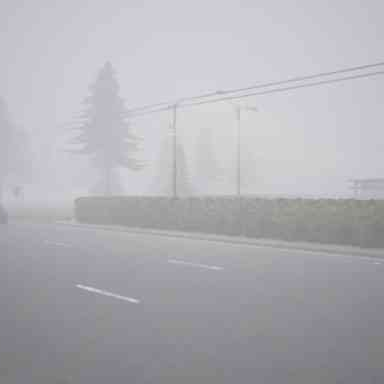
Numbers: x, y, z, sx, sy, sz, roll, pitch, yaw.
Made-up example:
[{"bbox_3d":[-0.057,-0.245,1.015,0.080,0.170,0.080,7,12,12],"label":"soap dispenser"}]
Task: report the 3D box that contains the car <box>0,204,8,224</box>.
[{"bbox_3d":[-14.826,1.345,23.161,4.553,1.767,2.097,0,0,35],"label":"car"}]
